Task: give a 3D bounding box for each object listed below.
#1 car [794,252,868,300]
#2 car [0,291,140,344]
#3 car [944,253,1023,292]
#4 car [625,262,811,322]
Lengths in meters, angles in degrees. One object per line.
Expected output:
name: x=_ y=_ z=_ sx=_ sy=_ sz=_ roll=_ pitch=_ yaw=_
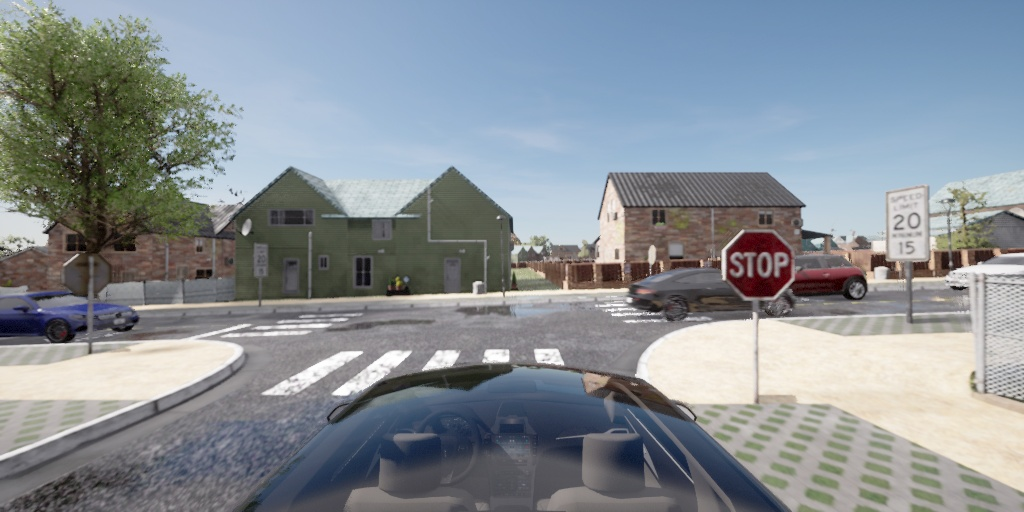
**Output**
car: x=10.578 y=0.767 z=13.704 sx=4.553 sy=1.767 sz=2.097 roll=-2 pitch=-1 yaw=-1
car: x=-14.330 y=1.821 z=10.979 sx=4.674 sy=1.442 sz=1.812 roll=-2 pitch=-1 yaw=0
car: x=19.605 y=0.615 z=13.689 sx=4.674 sy=1.442 sz=1.812 roll=-2 pitch=-1 yaw=1
car: x=5.823 y=1.072 z=10.821 sx=4.674 sy=1.442 sz=1.812 roll=-2 pitch=-1 yaw=0
